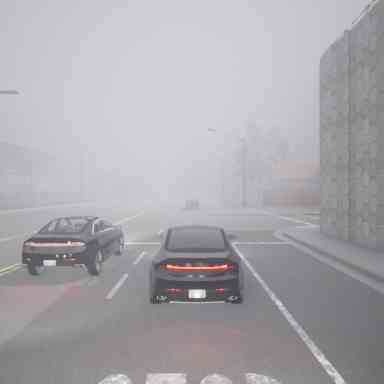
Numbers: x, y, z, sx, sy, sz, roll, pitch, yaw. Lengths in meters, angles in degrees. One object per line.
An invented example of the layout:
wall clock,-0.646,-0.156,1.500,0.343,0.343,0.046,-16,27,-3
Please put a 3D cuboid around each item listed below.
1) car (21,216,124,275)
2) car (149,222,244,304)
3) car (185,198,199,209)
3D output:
car,-3.421,1.492,10.413,2.128,1.511,4.902,0,0,0
car,0.085,1.505,8.142,1.837,1.490,4.892,0,0,0
car,0.009,1.491,44.142,2.128,1.511,4.902,0,0,0
